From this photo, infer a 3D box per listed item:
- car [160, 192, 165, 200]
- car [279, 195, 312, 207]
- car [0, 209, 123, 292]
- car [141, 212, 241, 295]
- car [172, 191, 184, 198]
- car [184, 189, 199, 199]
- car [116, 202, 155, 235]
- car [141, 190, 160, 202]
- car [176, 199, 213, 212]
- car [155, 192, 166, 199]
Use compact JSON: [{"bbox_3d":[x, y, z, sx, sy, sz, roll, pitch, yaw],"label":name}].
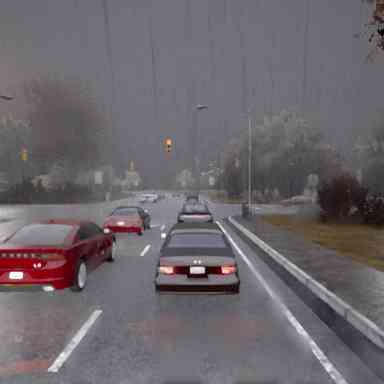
[{"bbox_3d":[-7.016,0.938,65.311,2.128,1.511,4.902,0,1,0],"label":"car"},{"bbox_3d":[13.714,1.184,43.067,4.674,1.442,1.812,0,1,-3],"label":"car"},{"bbox_3d":[-3.392,1.442,8.895,1.882,1.535,5.008,0,0,0],"label":"car"},{"bbox_3d":[0.105,1.512,8.820,2.033,1.411,5.357,0,0,0],"label":"car"},{"bbox_3d":[-3.963,0.688,86.347,2.128,1.511,4.902,0,1,-4],"label":"car"},{"bbox_3d":[0.100,0.676,64.574,2.150,2.045,5.566,0,1,0],"label":"car"},{"bbox_3d":[-3.389,1.451,17.881,1.994,1.385,4.181,0,1,0],"label":"car"},{"bbox_3d":[-7.062,0.770,55.138,2.150,2.045,5.566,0,1,0],"label":"car"},{"bbox_3d":[0.140,1.373,18.513,2.128,1.511,4.902,0,1,-1],"label":"car"},{"bbox_3d":[-7.079,0.844,75.699,2.128,1.511,4.902,0,1,-1],"label":"car"}]
